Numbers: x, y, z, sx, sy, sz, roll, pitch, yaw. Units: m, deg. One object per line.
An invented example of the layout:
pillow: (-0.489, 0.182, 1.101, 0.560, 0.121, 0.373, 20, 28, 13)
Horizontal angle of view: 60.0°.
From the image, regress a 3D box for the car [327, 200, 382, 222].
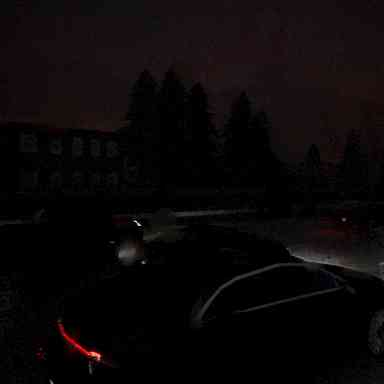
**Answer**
car: (12.567, 1.376, 25.619, 4.674, 1.442, 1.812, 0, 0, -36)

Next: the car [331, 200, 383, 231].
car: (10.387, 1.359, 19.748, 5.008, 1.535, 1.882, 0, 0, -35)

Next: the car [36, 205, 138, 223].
car: (-4.310, 1.326, 13.569, 4.553, 1.767, 2.097, 0, 0, -36)

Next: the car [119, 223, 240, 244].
car: (0.588, 1.532, 8.463, 4.181, 1.385, 1.994, 0, 0, -35)

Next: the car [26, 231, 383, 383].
car: (0.776, 1.474, 4.299, 4.902, 1.511, 2.128, 0, 0, -35)

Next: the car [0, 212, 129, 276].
car: (-4.360, 1.515, 9.233, 4.674, 1.442, 1.812, 0, 0, -35)
